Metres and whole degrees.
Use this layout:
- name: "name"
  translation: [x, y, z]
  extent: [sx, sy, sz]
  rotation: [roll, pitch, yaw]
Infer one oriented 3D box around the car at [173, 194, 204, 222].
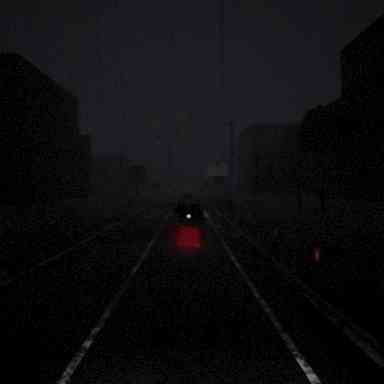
- name: "car"
  translation: [-0.227, 1.168, 22.858]
  extent: [1.837, 1.490, 4.892]
  rotation: [0, 1, -1]
